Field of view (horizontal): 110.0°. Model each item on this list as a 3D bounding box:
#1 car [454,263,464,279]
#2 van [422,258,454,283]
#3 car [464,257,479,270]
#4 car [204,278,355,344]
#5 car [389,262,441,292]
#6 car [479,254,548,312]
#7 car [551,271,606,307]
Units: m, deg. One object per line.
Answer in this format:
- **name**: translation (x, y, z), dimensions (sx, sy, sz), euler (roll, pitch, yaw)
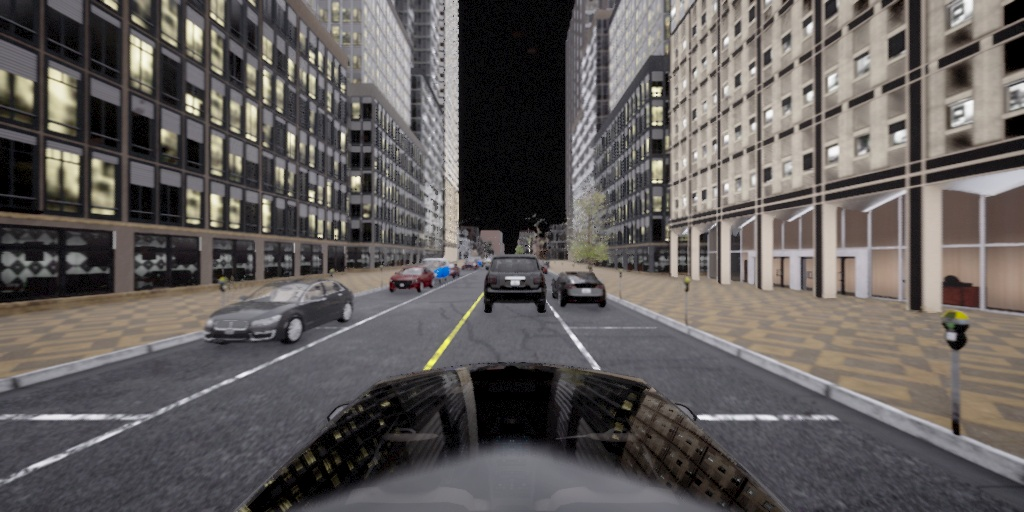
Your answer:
- **car**: translation (-5.684, 1.277, 32.174), dimensions (1.802, 1.307, 4.207), euler (0, 0, 0)
- **van**: translation (-5.685, 1.047, 26.481), dimensions (1.690, 1.789, 3.998), euler (0, 0, 0)
- **car**: translation (-5.681, 1.099, 49.249), dimensions (1.967, 1.591, 4.097), euler (0, 0, 0)
- **car**: translation (-5.689, 1.288, 9.404), dimensions (2.007, 1.370, 4.403), euler (0, 0, 0)
- **car**: translation (-5.686, 1.262, 20.789), dimensions (1.888, 1.381, 4.507), euler (0, 0, 0)
- **car**: translation (0.102, 0.950, 14.209), dimensions (2.150, 2.045, 5.566), euler (0, 0, 0)
- **car**: translation (2.693, 1.293, 15.082), dimensions (1.948, 1.339, 4.313), euler (0, 0, 0)
